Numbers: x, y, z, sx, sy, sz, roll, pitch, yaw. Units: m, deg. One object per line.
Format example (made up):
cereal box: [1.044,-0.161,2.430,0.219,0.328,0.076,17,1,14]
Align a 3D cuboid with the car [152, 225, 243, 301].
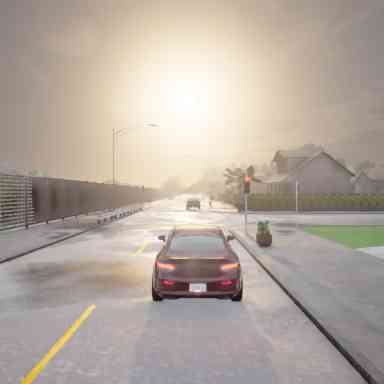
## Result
car: [0.109,1.526,8.177,1.812,1.442,4.674,0,0,0]

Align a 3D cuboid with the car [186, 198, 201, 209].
car: [0.186,1.505,44.108,1.837,1.490,4.892,0,0,0]
